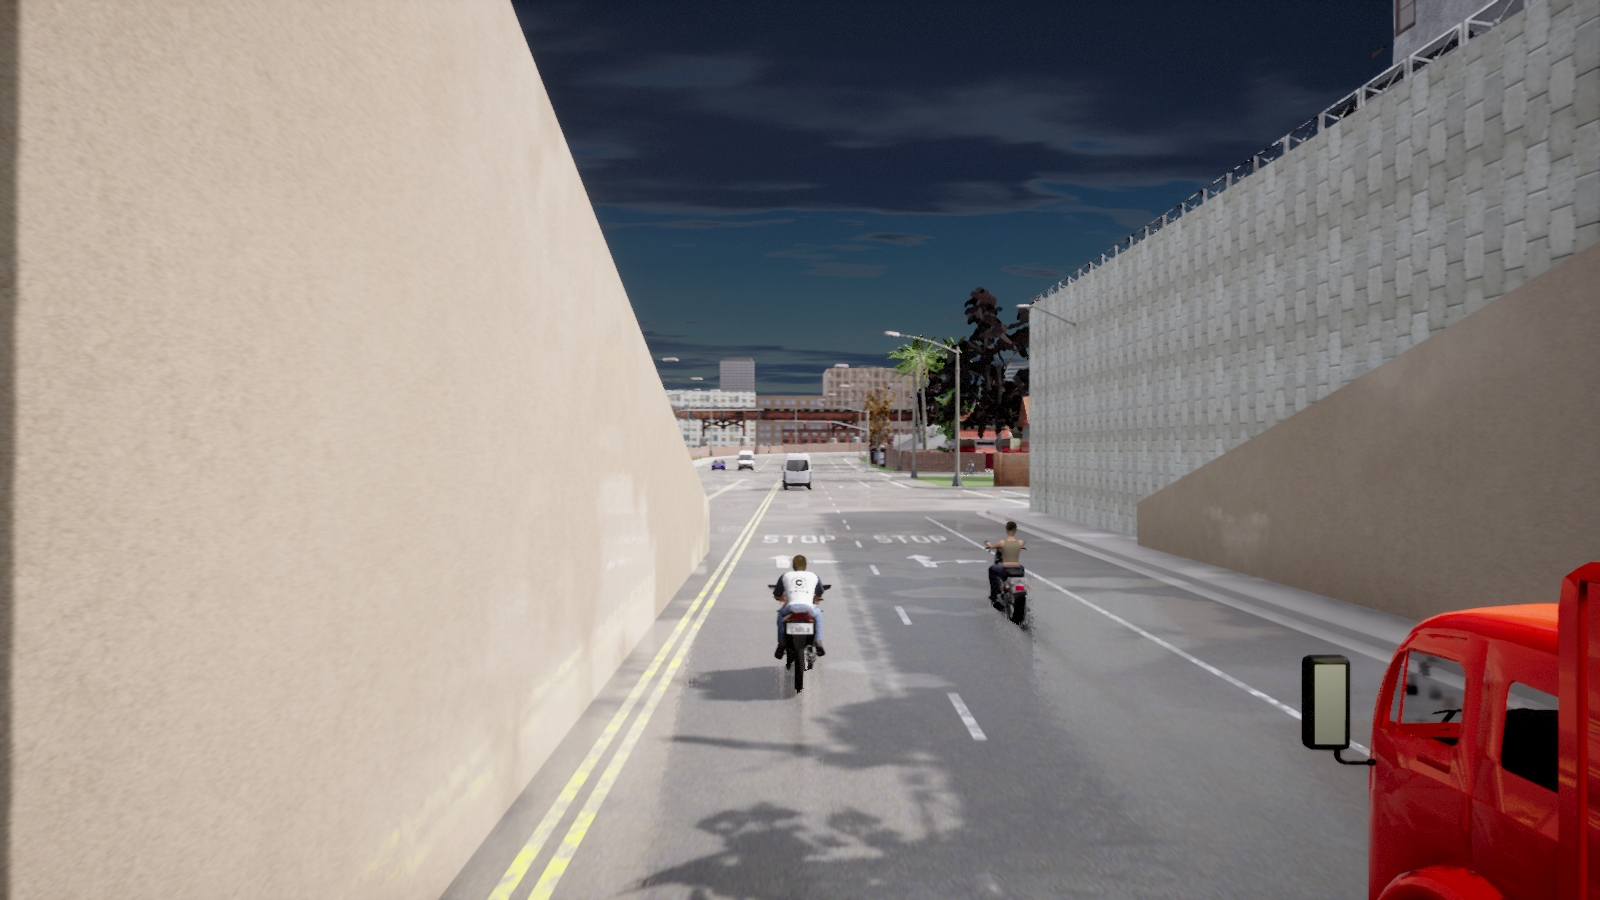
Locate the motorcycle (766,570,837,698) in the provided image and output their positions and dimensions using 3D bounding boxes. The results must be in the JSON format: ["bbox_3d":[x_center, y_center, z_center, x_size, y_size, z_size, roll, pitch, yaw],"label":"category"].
[{"bbox_3d":[0.015,2.174,13.862,0.803,1.224,2.033,0,0,0],"label":"motorcycle"}]

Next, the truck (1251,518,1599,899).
[{"bbox_3d":[3.496,1.570,2.932,2.627,2.467,5.204,0,0,0],"label":"truck"}]
